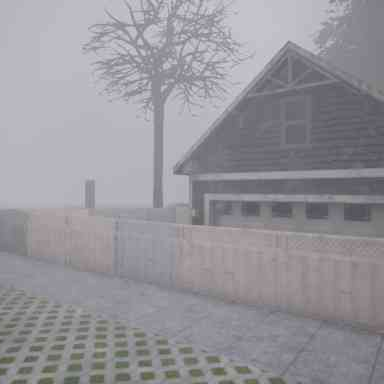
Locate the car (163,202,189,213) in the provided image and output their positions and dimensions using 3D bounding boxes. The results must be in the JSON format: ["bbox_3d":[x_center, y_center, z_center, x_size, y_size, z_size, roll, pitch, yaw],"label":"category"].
[{"bbox_3d":[-1.664,1.887,35.694,1.882,1.535,5.008,0,-1,35],"label":"car"}]

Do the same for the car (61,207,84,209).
[{"bbox_3d":[-9.284,1.824,24.881,1.895,1.301,4.718,0,-1,35],"label":"car"}]
